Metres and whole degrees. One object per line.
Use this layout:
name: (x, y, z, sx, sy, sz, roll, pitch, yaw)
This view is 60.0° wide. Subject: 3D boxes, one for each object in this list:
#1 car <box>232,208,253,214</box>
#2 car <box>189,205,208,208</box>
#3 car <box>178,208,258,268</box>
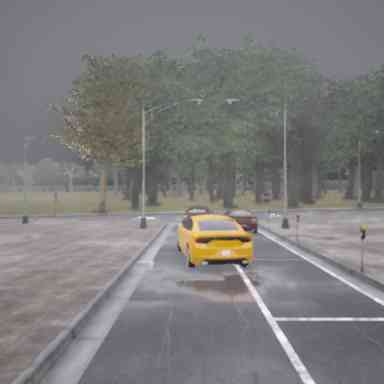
car: (2.719, 1.630, 19.595, 1.887, 1.381, 4.507, -1, 0, 0)
car: (0.427, 1.613, 21.946, 1.812, 1.442, 4.674, 0, 0, 5)
car: (0.599, 1.527, 11.577, 1.882, 1.535, 5.008, 0, 0, -8)
